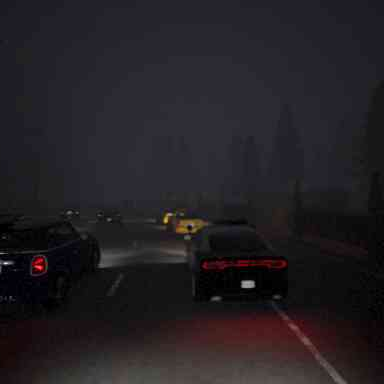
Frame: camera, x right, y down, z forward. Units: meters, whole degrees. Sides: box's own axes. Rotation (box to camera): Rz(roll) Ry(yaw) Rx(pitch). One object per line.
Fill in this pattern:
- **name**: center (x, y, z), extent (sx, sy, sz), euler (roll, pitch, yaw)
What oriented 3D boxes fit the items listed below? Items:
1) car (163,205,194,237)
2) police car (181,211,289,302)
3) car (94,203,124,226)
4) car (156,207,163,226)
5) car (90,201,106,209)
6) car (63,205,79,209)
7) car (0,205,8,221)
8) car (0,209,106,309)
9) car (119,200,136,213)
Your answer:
- **car**: center (-0.448, 1.681, 19.649), extent (1.801, 1.575, 5.366), euler (0, -1, -10)
- **police car**: center (0.856, 1.518, 8.684), extent (1.930, 1.638, 5.238), euler (0, -1, -4)
- **car**: center (-6.633, 1.877, 26.676), extent (1.812, 1.442, 4.674), euler (0, -1, -14)
- **car**: center (-1.740, 1.763, 26.101), extent (1.801, 1.575, 5.366), euler (0, -1, -13)
- **car**: center (-16.757, 2.276, 59.663), extent (1.882, 1.535, 5.008), euler (0, -1, -35)
- **car**: center (-11.946, 2.008, 32.823), extent (2.033, 1.411, 5.357), euler (0, -1, -18)
- **car**: center (-19.614, 2.045, 32.893), extent (1.812, 1.442, 4.674), euler (0, -1, -20)
- **car**: center (-3.765, 1.475, 8.268), extent (2.097, 1.767, 4.553), euler (0, -1, -3)
- **car**: center (-9.207, 1.935, 45.583), extent (2.097, 1.767, 4.553), euler (0, -1, -25)
